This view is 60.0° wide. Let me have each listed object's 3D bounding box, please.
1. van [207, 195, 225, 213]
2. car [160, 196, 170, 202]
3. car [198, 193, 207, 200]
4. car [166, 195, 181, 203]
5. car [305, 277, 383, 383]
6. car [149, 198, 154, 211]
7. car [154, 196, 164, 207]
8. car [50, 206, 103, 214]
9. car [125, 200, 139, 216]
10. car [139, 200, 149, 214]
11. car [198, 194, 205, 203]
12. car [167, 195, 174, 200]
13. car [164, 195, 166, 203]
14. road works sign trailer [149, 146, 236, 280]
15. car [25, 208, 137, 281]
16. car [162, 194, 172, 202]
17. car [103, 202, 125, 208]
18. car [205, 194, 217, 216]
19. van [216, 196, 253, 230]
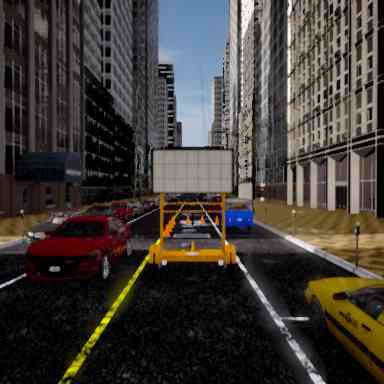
[{"bbox_3d":[2.679,1.307,37.608,1.690,1.788,3.998,-1,0,0],"label":"van"},{"bbox_3d":[-5.702,1.516,71.709,1.802,1.307,4.206,-1,0,0],"label":"car"},{"bbox_3d":[2.675,1.232,88.761,2.192,1.841,5.009,-1,0,0],"label":"car"},{"bbox_3d":[-3.010,1.512,58.022,1.994,1.385,4.181,0,0,0],"label":"car"},{"bbox_3d":[2.683,1.522,3.676,1.752,1.417,4.829,-1,0,0],"label":"car"},{"bbox_3d":[-5.700,1.548,37.607,1.802,1.307,4.206,-1,0,0],"label":"car"},{"bbox_3d":[-5.701,1.506,48.975,2.008,1.369,4.403,-1,0,0],"label":"car"},{"bbox_3d":[-5.698,1.537,14.873,2.008,1.369,4.403,-1,0,0],"label":"car"},{"bbox_3d":[-5.699,1.521,26.240,1.887,1.381,4.507,-1,0,0],"label":"car"},{"bbox_3d":[-5.700,1.522,31.924,2.008,1.369,4.403,-1,0,0],"label":"car"},{"bbox_3d":[2.679,1.495,60.342,2.008,1.369,4.403,-1,0,0],"label":"car"},{"bbox_3d":[-5.703,1.442,88.590,1.752,1.417,4.829,-1,0,0],"label":"car"},{"bbox_3d":[-5.701,1.496,60.341,2.008,1.369,4.403,-1,0,0],"label":"car"},{"bbox_3d":[0.019,0.455,9.928,2.380,3.560,2.880,0,0,0],"label":"road works sign trailer"},{"bbox_3d":[-3.102,1.468,10.023,1.882,1.535,5.008,0,0,0],"label":"car"},{"bbox_3d":[-5.703,1.368,77.392,1.967,1.590,4.097,-1,0,0],"label":"car"},{"bbox_3d":[-5.698,1.547,20.556,1.947,1.339,4.313,-1,0,0],"label":"car"},{"bbox_3d":[2.679,1.286,31.924,2.192,1.841,5.009,-1,0,0],"label":"car"},{"bbox_3d":[2.680,1.322,20.557,1.690,1.788,3.998,-1,0,0],"label":"van"}]
